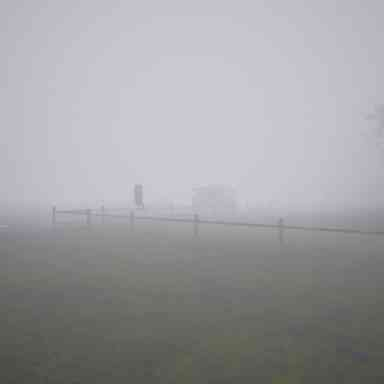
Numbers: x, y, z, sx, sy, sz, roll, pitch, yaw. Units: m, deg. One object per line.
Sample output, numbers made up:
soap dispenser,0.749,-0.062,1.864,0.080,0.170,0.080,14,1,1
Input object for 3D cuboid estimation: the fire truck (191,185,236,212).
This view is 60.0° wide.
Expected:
fire truck,3.343,0.979,49.254,2.891,3.827,8.468,-1,-2,36
